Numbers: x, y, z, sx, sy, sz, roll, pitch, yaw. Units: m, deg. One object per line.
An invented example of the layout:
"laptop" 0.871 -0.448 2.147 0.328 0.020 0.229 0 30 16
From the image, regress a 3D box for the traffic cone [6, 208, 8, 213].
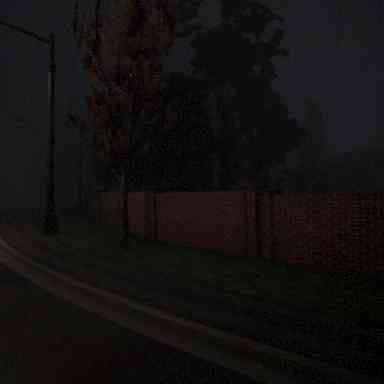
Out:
"traffic cone" -19.656 1.944 35.344 0.340 0.580 0.340 0 0 -14
